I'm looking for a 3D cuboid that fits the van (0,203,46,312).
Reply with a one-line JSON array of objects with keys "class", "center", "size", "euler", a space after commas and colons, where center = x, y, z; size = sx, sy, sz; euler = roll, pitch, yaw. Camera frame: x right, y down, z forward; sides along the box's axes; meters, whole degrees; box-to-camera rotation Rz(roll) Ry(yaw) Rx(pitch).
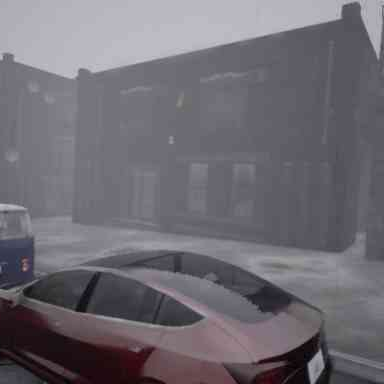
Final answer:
[{"class": "van", "center": [-5.429, 1.187, 7.411], "size": [4.442, 1.987, 1.878], "euler": [1, 0, 36]}]
